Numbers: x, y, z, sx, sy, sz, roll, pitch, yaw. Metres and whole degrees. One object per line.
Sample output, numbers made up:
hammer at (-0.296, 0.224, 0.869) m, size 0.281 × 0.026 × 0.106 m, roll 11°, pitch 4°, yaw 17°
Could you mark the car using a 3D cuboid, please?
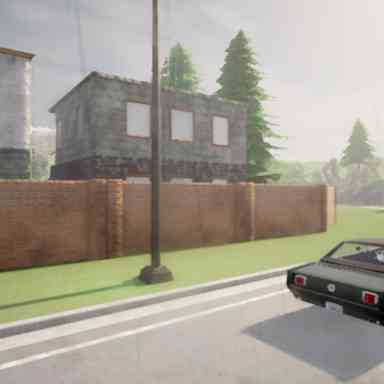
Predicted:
car at (4.116, 1.595, 6.697) m, size 4.718 × 1.301 × 1.895 m, roll 0°, pitch 0°, yaw -36°
